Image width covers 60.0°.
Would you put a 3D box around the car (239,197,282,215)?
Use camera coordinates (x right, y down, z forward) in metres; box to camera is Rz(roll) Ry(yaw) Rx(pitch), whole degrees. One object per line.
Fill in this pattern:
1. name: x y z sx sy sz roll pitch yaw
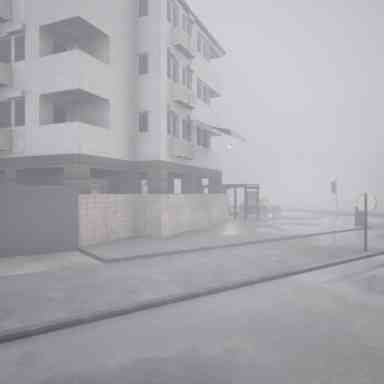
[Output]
1. car: 7.040 1.352 34.508 2.097 1.767 4.553 0 0 -36
